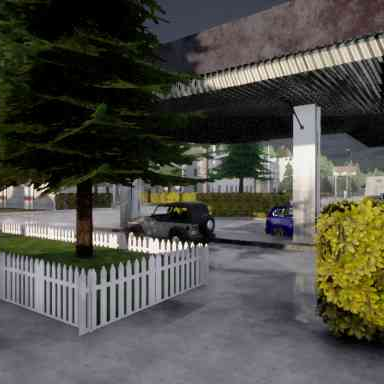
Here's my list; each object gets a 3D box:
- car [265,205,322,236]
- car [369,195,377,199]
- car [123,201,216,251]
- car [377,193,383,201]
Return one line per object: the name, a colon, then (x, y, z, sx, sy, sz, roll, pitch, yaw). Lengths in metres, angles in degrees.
car: (5.890, 1.480, 15.937, 4.611, 1.667, 2.242, 0, 0, 35)
car: (33.119, 1.298, 60.206, 2.007, 1.523, 4.514, 0, 0, 35)
car: (-0.912, 1.313, 13.790, 3.866, 1.878, 1.905, 0, 0, 35)
car: (25.851, 1.077, 43.467, 1.905, 1.878, 3.866, 0, 0, 35)
